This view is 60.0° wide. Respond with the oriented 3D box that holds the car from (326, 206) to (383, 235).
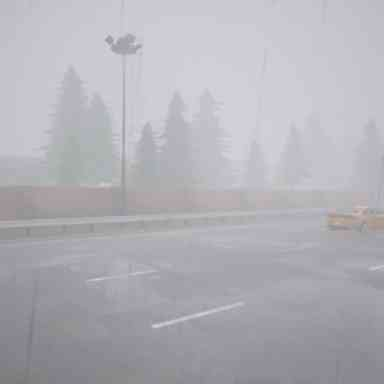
[{"bbox_3d":[9.922,1.554,19.526,5.008,1.535,1.882,1,0,-36],"label":"car"}]
